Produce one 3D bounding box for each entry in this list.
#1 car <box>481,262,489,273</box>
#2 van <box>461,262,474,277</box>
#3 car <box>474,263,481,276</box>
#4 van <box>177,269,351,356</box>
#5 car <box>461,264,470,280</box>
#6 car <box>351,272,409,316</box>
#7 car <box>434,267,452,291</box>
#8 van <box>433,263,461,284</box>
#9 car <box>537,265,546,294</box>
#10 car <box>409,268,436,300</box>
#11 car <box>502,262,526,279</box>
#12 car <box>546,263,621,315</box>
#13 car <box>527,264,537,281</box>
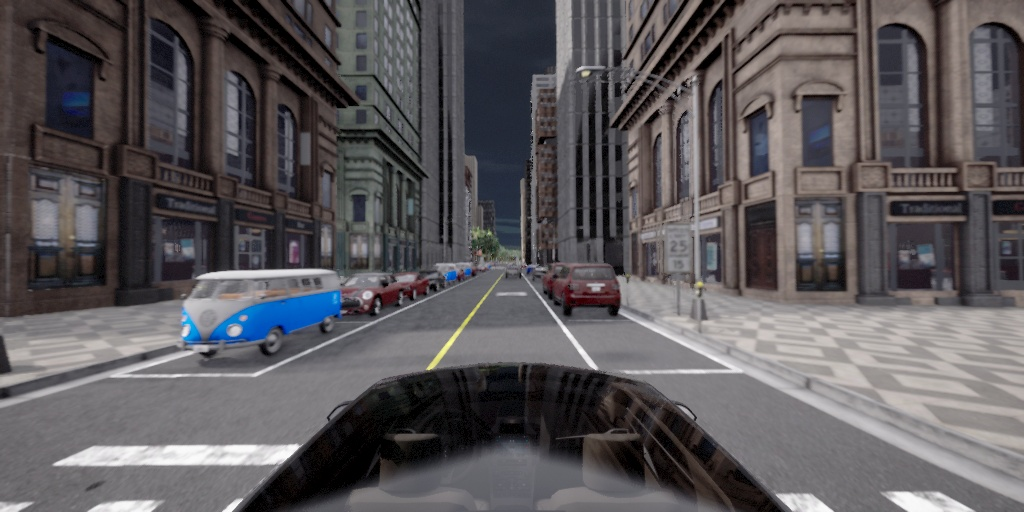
[{"bbox_3d":[-5.675,2.118,63.139,1.967,1.591,4.097,0,0,0],"label":"car"},{"bbox_3d":[-5.708,1.697,41.377,1.690,1.789,3.998,0,0,0],"label":"van"},{"bbox_3d":[-5.699,1.750,46.818,2.192,1.841,5.009,0,0,0],"label":"car"},{"bbox_3d":[-5.757,1.222,8.734,1.690,1.789,3.998,0,0,0],"label":"van"},{"bbox_3d":[-5.716,1.821,35.936,1.888,1.381,4.507,0,0,0],"label":"car"},{"bbox_3d":[-5.748,1.399,14.174,1.967,1.591,4.097,0,0,0],"label":"car"},{"bbox_3d":[-5.732,1.682,25.054,1.948,1.339,4.313,0,0,0],"label":"car"},{"bbox_3d":[-5.724,1.537,30.495,1.690,1.789,3.998,0,0,0],"label":"van"},{"bbox_3d":[2.785,1.286,19.611,2.192,1.841,5.009,0,0,0],"label":"car"},{"bbox_3d":[-5.740,1.582,19.614,1.888,1.381,4.507,0,0,0],"label":"car"},{"bbox_3d":[0.149,1.806,41.649,2.128,1.511,4.902,0,-1,0],"label":"car"},{"bbox_3d":[2.777,1.207,14.170,2.192,1.841,5.009,0,0,0],"label":"car"},{"bbox_3d":[2.809,1.761,35.931,2.007,1.370,4.403,0,0,0],"label":"car"}]
